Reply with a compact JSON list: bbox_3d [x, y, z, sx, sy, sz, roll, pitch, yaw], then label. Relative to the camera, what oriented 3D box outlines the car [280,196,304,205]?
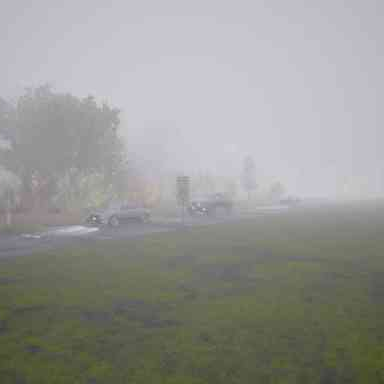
[{"bbox_3d":[14.089,1.177,46.928,1.895,1.301,4.718,0,1,37],"label":"car"}]

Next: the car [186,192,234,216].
[{"bbox_3d":[1.774,0.984,30.435,2.150,2.045,5.566,0,1,37],"label":"car"}]

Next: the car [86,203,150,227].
[{"bbox_3d":[-4.728,1.417,21.674,1.994,1.385,4.181,0,1,36],"label":"car"}]
